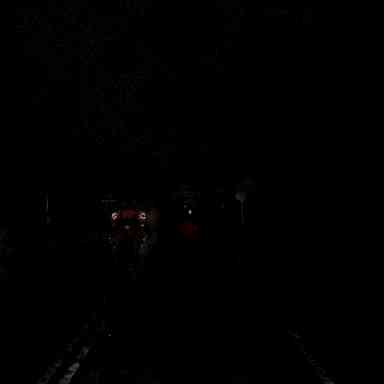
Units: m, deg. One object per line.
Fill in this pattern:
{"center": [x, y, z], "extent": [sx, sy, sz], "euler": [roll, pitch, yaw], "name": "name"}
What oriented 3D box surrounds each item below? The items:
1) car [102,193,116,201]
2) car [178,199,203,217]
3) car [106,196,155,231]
{"center": [-14.826, 0.859, 59.882], "extent": [1.994, 1.385, 4.181], "euler": [0, 1, -5], "name": "car"}
{"center": [-0.147, 1.359, 29.398], "extent": [1.837, 1.490, 4.892], "euler": [0, 0, 0], "name": "car"}
{"center": [-3.478, 1.290, 20.083], "extent": [2.097, 1.767, 4.553], "euler": [0, 1, 0], "name": "car"}
